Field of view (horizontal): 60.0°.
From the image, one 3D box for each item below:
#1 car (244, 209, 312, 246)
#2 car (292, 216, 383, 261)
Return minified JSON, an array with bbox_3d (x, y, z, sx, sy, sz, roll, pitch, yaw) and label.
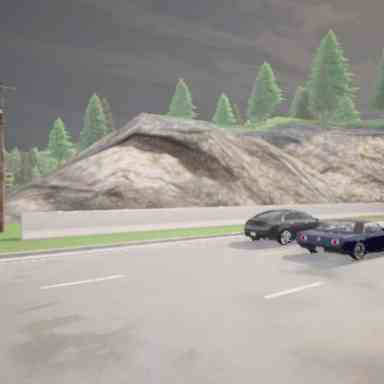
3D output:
[{"bbox_3d":[4.621,1.561,15.706,4.892,1.490,1.837,0,0,-35],"label":"car"},{"bbox_3d":[6.139,1.653,12.496,4.718,1.301,1.895,0,0,-35],"label":"car"}]
